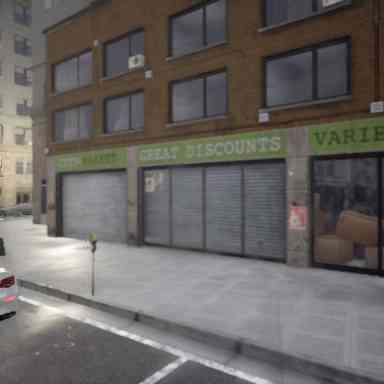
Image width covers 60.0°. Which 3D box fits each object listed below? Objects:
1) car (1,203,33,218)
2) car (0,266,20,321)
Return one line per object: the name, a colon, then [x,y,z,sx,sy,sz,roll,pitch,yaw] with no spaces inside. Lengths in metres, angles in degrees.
car: [-16.048,1.712,31.991,1.994,1.385,4.181,0,1,36]
car: [-4.967,1.610,6.134,4.674,1.442,1.812,-1,0,36]
